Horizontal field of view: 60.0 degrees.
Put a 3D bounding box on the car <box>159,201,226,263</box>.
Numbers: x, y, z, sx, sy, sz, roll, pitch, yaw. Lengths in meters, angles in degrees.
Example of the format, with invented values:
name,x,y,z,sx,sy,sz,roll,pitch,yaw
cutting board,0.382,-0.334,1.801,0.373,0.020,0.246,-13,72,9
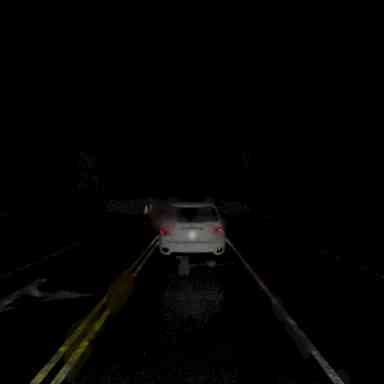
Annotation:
name,x,y,z,sx,sy,sz,roll,pitch,yaw
car,0.021,1.349,12.562,2.150,2.045,5.566,0,0,0

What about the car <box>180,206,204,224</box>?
name,x,y,z,sx,sy,sz,roll,pitch,yaw
car,0.040,1.883,28.235,1.895,1.301,4.718,0,-1,0
